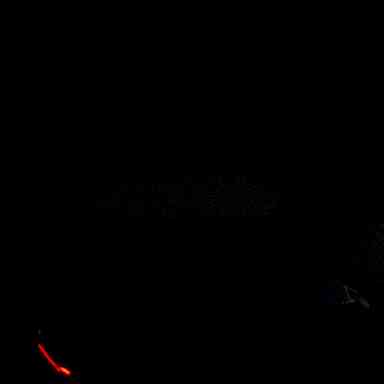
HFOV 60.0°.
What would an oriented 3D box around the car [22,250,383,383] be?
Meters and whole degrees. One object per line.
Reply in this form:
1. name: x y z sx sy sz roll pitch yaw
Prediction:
1. car: 0.743 1.483 3.946 4.902 1.511 2.128 0 0 -32
